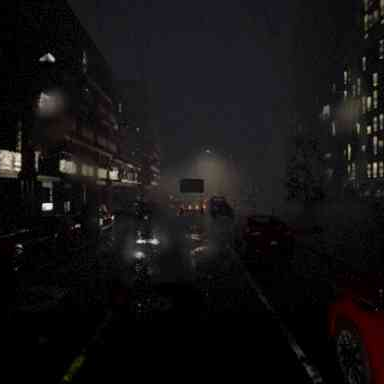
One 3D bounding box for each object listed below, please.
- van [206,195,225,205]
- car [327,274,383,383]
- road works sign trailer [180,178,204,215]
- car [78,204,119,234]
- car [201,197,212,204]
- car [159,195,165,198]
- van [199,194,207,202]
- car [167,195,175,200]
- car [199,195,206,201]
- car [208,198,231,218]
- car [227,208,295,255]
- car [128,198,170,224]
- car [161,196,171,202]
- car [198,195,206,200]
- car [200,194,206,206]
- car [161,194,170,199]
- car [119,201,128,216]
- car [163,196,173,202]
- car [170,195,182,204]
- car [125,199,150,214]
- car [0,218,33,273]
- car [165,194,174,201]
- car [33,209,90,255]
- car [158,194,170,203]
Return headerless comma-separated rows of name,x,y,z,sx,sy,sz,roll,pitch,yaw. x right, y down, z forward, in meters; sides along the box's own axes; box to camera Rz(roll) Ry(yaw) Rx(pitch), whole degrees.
van,2.681,1.322,35.253,1.690,1.788,3.998,0,0,0
car,2.684,1.314,2.094,2.192,1.841,5.009,0,0,0
road works sign trailer,-0.004,0.446,33.251,2.380,3.560,2.880,0,0,0
car,-5.698,1.427,18.674,1.967,1.590,4.097,0,0,0
car,2.678,1.571,62.888,1.802,1.307,4.206,0,0,0
car,-5.701,1.528,51.834,1.887,1.381,4.507,0,0,0
van,2.675,1.342,79.467,1.690,1.788,3.998,0,0,0
car,-5.705,1.578,90.520,1.947,1.339,4.313,0,0,0
car,2.676,1.532,85.163,1.752,1.417,4.829,0,0,0
car,2.682,1.508,29.898,1.752,1.417,4.829,0,0,0
car,2.684,1.535,13.148,1.887,1.381,4.507,0,0,0
car,-3.102,1.475,24.945,2.128,1.511,4.902,0,0,0
car,-5.703,1.546,73.940,2.008,1.369,4.403,0,0,0
car,2.675,1.578,90.521,1.947,1.339,4.313,0,0,0
car,2.679,1.424,51.834,1.967,1.590,4.097,0,0,0
car,-5.702,1.514,62.717,1.752,1.417,4.829,0,0,0
car,-5.698,1.507,29.557,1.752,1.417,4.829,0,0,0
car,-5.703,1.551,79.467,2.008,1.369,4.403,0,0,0
car,-3.018,1.591,65.737,1.895,1.301,4.718,0,0,0
car,-5.698,1.525,35.253,1.887,1.381,4.507,0,0,0
car,-5.696,1.434,7.620,1.967,1.590,4.097,0,0,0
car,-5.705,1.446,84.992,1.967,1.590,4.097,0,0,0
car,-5.696,1.572,13.148,1.802,1.307,4.206,0,0,0
car,-5.704,1.307,68.413,2.192,1.841,5.009,0,0,0
